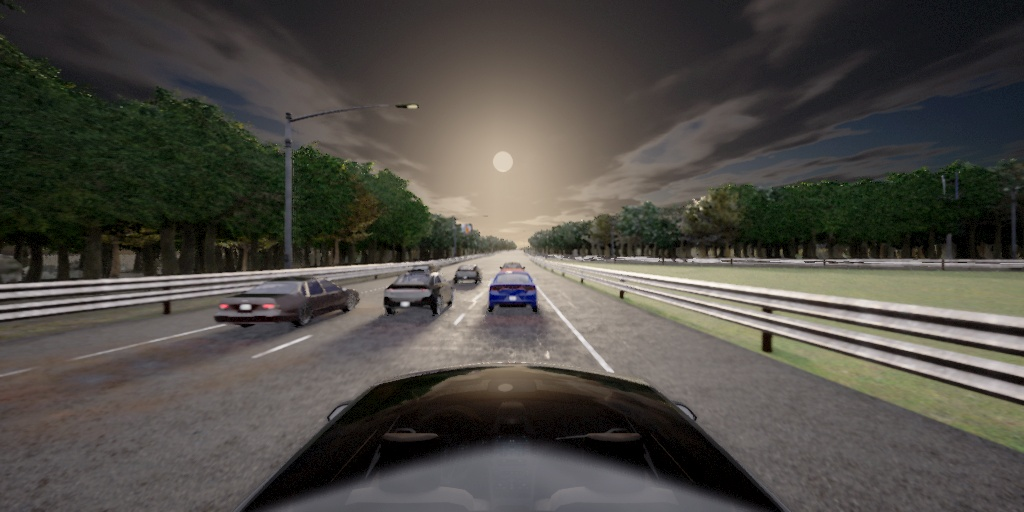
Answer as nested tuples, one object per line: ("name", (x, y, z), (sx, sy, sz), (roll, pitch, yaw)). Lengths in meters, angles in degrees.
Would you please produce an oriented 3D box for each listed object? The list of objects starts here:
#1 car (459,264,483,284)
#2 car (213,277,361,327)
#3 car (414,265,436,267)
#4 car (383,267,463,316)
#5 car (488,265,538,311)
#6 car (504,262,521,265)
("car", (-3.461, 1.410, 28.999), (2.128, 1.511, 4.902), (0, 0, 0))
("car", (-6.973, 1.405, 11.915), (2.033, 1.411, 5.357), (0, 0, 0))
("car", (-6.960, 1.424, 29.041), (1.837, 1.490, 4.892), (0, 0, 0))
("car", (-3.456, 1.365, 14.073), (2.128, 1.511, 4.902), (0, 0, 0))
("car", (0.053, 1.358, 15.245), (1.882, 1.535, 5.008), (0, 0, 1))
("car", (0.039, 1.270, 28.945), (2.097, 1.767, 4.553), (0, 0, 0))
